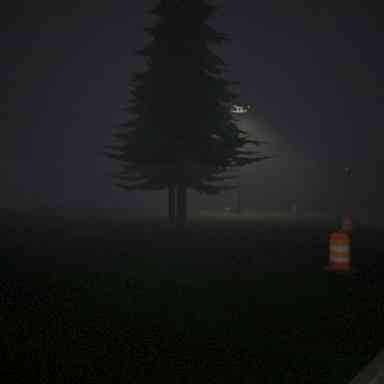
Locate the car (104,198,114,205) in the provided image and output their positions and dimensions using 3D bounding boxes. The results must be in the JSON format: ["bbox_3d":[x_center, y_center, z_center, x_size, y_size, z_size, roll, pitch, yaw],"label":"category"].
[{"bbox_3d":[-17.069,1.812,60.154,4.718,1.301,1.895,0,0,31],"label":"car"}]

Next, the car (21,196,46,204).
[{"bbox_3d":[-31.003,1.459,64.294,4.892,1.490,1.837,0,0,31],"label":"car"}]

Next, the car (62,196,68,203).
[{"bbox_3d":[-27.447,1.521,70.324,4.892,1.490,1.837,0,0,31],"label":"car"}]

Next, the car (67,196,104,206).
[{"bbox_3d":[-18.206,1.730,56.754,5.357,1.411,2.033,0,0,31],"label":"car"}]

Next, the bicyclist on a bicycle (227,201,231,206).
[{"bbox_3d":[6.572,1.689,59.046,0.582,1.620,1.656,0,0,31],"label":"bicyclist on a bicycle"}]

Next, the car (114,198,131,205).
[{"bbox_3d":[-14.650,1.792,62.784,5.357,1.411,2.033,0,0,31],"label":"car"}]

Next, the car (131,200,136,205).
[{"bbox_3d":[-13.513,1.874,66.183,4.718,1.301,1.895,0,0,31],"label":"car"}]

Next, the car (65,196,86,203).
[{"bbox_3d":[-25.670,1.604,73.338,4.181,1.385,1.994,0,0,31],"label":"car"}]

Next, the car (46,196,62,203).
[{"bbox_3d":[-29.225,1.468,67.309,5.008,1.535,1.882,0,0,31],"label":"car"}]
